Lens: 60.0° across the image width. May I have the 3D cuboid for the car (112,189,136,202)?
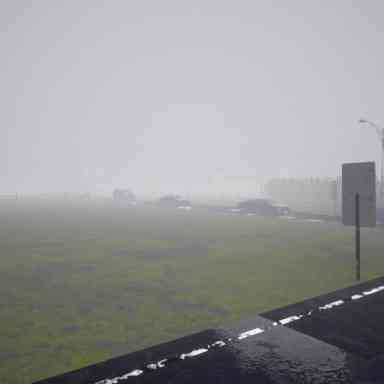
[{"bbox_3d":[-11.369,0.507,55.028,2.150,2.045,5.566,-1,1,-36],"label":"car"}]

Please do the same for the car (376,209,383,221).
[{"bbox_3d":[14.222,1.456,20.341,5.357,1.411,2.033,1,1,44],"label":"car"}]

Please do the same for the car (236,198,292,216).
[{"bbox_3d":[6.350,1.279,30.083,2.033,1.411,5.357,-1,1,-36],"label":"car"}]

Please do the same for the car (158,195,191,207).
[{"bbox_3d":[-2.316,1.055,42.211,2.033,1.411,5.357,-1,1,-35],"label":"car"}]
